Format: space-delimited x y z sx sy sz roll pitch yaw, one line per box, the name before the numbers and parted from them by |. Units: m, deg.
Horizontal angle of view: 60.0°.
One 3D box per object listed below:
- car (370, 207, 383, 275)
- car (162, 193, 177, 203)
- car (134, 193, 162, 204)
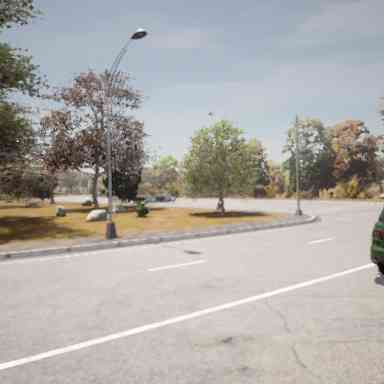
car | 6.880 1.104 8.674 5.566 2.045 2.150 -1 1 -35
car | -4.378 0.935 52.522 2.128 1.511 4.902 -2 1 -39
car | -7.119 1.047 50.350 2.128 1.511 4.902 -2 1 -39
